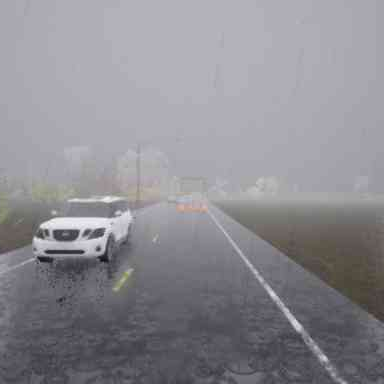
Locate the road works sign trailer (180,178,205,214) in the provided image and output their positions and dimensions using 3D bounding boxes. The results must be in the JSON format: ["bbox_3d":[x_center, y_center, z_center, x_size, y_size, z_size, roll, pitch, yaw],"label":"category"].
[{"bbox_3d":[0.126,0.380,32.972,2.380,3.560,2.880,0,0,0],"label":"road works sign trailer"}]

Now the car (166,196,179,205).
[{"bbox_3d":[-3.237,1.389,55.646,1.812,1.442,4.674,0,0,1],"label":"car"}]

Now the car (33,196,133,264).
[{"bbox_3d":[-3.583,1.190,12.110,2.150,2.045,5.566,0,0,0],"label":"car"}]
